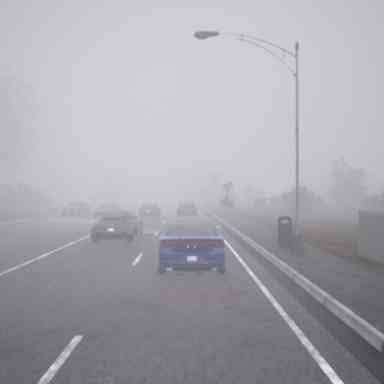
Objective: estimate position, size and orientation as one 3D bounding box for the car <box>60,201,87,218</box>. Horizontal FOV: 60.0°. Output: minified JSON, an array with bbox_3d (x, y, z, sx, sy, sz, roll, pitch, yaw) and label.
[{"bbox_3d":[-11.197,1.666,32.363,1.837,1.490,4.892,0,0,-2],"label":"car"}]

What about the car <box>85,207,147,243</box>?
[{"bbox_3d":[-3.625,1.647,16.703,1.994,1.385,4.181,0,0,-1],"label":"car"}]

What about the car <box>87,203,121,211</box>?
[{"bbox_3d":[-7.648,1.699,30.502,2.033,1.411,5.357,0,0,-2],"label":"car"}]

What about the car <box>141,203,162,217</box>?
[{"bbox_3d":[-4.001,1.722,32.220,1.994,1.385,4.181,0,0,-1],"label":"car"}]

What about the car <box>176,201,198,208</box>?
[{"bbox_3d":[-0.488,1.647,31.829,2.128,1.511,4.902,0,0,-1],"label":"car"}]

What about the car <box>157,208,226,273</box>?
[{"bbox_3d":[-0.028,1.531,10.887,1.882,1.535,5.008,0,0,-1],"label":"car"}]
